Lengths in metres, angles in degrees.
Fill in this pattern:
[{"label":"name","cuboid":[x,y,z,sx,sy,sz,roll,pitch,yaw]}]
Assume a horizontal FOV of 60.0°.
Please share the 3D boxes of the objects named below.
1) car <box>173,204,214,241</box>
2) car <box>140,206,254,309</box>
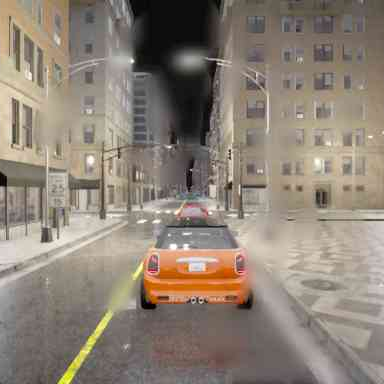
[{"label":"car","cuboid":[0.070,1.477,17.622,1.882,1.535,5.008,0,0,0]},{"label":"car","cuboid":[0.083,1.352,8.018,2.097,1.767,4.553,0,0,0]}]
